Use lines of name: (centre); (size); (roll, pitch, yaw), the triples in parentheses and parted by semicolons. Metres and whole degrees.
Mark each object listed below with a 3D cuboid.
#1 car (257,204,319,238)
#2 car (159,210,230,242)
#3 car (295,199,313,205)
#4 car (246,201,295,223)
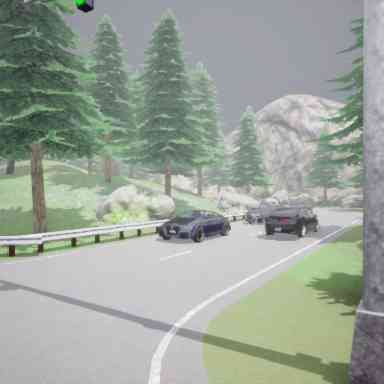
car: (5.453, 1.593, 17.921); (1.837, 1.490, 4.892); (0, -1, 33)
car: (0.222, 1.580, 16.507); (1.994, 1.385, 4.181); (0, 0, 33)
car: (11.054, 1.530, 33.511); (1.837, 1.490, 4.892); (0, 0, 26)
car: (5.673, 1.513, 24.825); (2.128, 1.511, 4.902); (0, 0, 33)
